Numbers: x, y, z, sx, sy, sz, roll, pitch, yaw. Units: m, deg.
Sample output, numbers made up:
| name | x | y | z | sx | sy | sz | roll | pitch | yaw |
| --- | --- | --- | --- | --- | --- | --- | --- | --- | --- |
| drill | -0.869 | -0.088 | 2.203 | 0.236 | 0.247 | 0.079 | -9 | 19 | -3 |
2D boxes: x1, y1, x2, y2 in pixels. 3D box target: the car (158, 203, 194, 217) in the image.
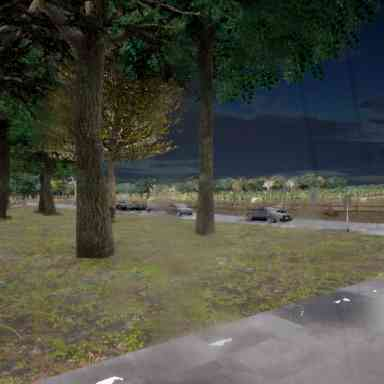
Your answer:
| name | x | y | z | sx | sy | sz | roll | pitch | yaw |
| --- | --- | --- | --- | --- | --- | --- | --- | --- | --- |
| car | -1.718 | 2.154 | 40.217 | 1.837 | 1.490 | 4.892 | -1 | 0 | -35 |

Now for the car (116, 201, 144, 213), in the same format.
| name | x | y | z | sx | sy | sz | roll | pitch | yaw |
| --- | --- | --- | --- | --- | --- | --- | --- | --- | --- |
| car | -9.803 | 2.497 | 51.819 | 1.895 | 1.301 | 4.718 | -1 | 0 | -35 |

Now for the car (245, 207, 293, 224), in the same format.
| name | x | y | z | sx | sy | sz | roll | pitch | yaw |
| --- | --- | --- | --- | --- | --- | --- | --- | --- | --- |
| car | 6.498 | 1.955 | 28.538 | 1.994 | 1.385 | 4.181 | -1 | 0 | -35 |

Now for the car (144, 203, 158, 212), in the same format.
| name | x | y | z | sx | sy | sz | roll | pitch | yaw |
| --- | --- | --- | --- | --- | --- | --- | --- | --- | --- |
| car | -6.973 | 2.396 | 52.730 | 1.994 | 1.385 | 4.181 | -1 | 0 | -34 |

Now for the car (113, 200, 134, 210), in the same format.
| name | x | y | z | sx | sy | sz | roll | pitch | yaw |
| --- | --- | --- | --- | --- | --- | --- | --- | --- | --- |
| car | -12.490 | 2.348 | 60.472 | 2.097 | 1.767 | 4.553 | -1 | 0 | -35 |
